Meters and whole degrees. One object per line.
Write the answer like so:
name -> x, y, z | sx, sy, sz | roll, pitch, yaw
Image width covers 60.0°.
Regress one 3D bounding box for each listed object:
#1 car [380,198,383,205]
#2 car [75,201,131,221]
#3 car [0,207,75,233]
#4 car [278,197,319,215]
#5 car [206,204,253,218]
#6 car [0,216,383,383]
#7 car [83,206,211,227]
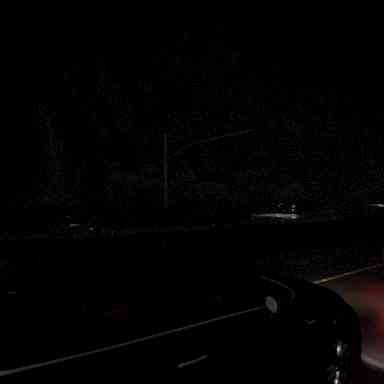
car -> 32.318, 1.288, 53.459 | 5.357, 1.411, 2.033 | 0, 0, -36
car -> -6.447, 1.498, 25.239 | 4.892, 1.490, 1.837 | 1, 0, -36
car -> -9.204, 1.560, 18.934 | 4.181, 1.385, 1.994 | 0, 0, -36
car -> 10.731, 1.266, 33.420 | 4.553, 1.767, 2.097 | 0, 0, -36
car -> 1.749, 1.527, 22.535 | 5.357, 1.411, 2.033 | 0, 0, -36
car -> -0.128, 1.351, 3.654 | 4.553, 1.767, 2.097 | 0, 0, -36
car -> -1.955, 1.538, 15.523 | 5.357, 1.411, 2.033 | 0, 0, -36
